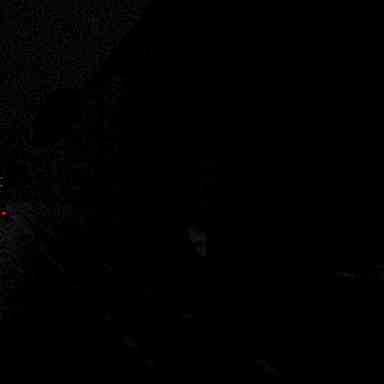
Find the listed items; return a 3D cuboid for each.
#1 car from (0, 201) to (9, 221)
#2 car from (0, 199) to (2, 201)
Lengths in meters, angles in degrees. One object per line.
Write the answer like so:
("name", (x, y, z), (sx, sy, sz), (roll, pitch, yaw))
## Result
("car", (-17.280, 1.836, 29.444), (2.033, 1.411, 5.357), (-1, 0, -31))
("car", (-25.294, 1.707, 42.882), (2.097, 1.767, 4.553), (-1, 0, -31))
